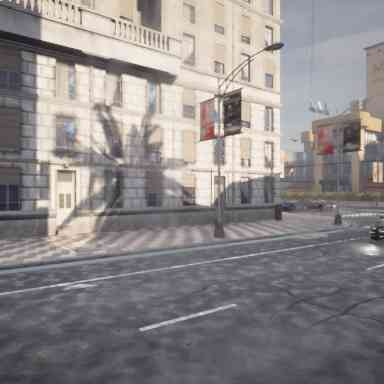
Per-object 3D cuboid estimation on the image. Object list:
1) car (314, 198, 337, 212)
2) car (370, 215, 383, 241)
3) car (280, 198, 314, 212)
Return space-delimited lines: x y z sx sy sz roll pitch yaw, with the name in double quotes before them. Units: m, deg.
"car" 14.750 1.491 39.490 2.128 1.511 4.902 0 0 -36
"car" 10.178 1.505 15.564 4.892 1.490 1.837 0 1 -37
"car" 11.298 1.564 38.261 1.994 1.385 4.181 0 0 -35
